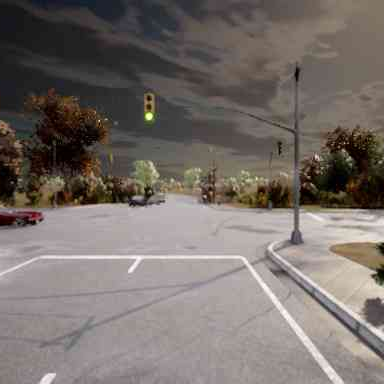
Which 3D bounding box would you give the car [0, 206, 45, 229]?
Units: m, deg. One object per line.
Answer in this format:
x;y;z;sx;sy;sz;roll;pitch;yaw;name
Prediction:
-11.628;1.489;20.325;4.718;1.301;1.895;0;1;1;car

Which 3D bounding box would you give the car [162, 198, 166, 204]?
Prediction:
-7.095;2.058;77.139;2.033;1.411;5.357;0;-2;0;car

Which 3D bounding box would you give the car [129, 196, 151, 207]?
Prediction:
-7.153;1.218;44.518;1.882;1.535;5.008;0;-1;1;car

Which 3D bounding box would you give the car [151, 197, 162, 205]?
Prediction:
-7.129;1.749;61.686;1.837;1.490;4.892;0;-3;0;car
